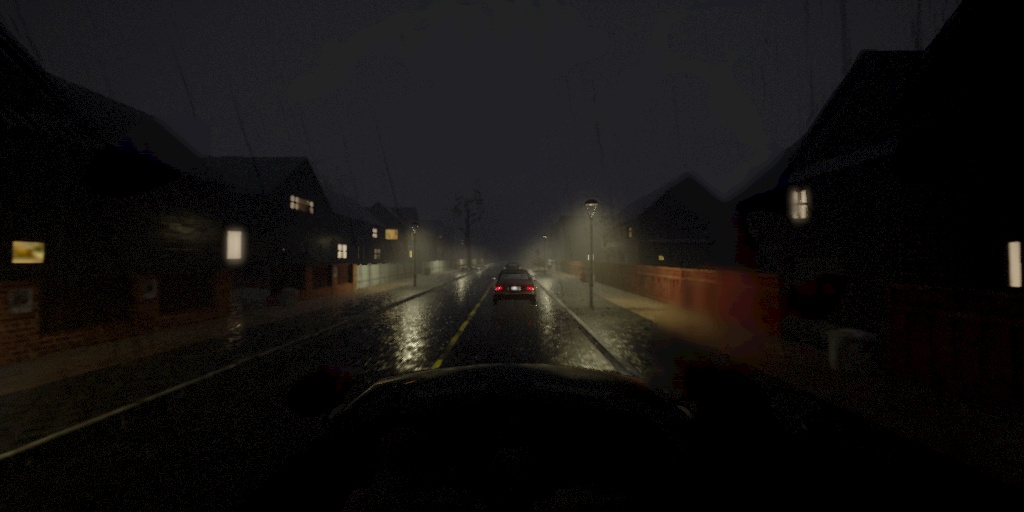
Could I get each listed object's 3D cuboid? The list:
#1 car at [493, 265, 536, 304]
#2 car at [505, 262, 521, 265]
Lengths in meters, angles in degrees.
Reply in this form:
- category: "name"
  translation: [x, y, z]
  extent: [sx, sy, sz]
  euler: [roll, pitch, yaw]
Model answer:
- category: "car"
  translation: [0.098, 1.302, 16.303]
  extent: [2.033, 1.411, 5.357]
  euler: [0, 0, 0]
- category: "car"
  translation: [0.095, 1.342, 37.107]
  extent: [1.994, 1.385, 4.181]
  euler: [0, 0, 0]
